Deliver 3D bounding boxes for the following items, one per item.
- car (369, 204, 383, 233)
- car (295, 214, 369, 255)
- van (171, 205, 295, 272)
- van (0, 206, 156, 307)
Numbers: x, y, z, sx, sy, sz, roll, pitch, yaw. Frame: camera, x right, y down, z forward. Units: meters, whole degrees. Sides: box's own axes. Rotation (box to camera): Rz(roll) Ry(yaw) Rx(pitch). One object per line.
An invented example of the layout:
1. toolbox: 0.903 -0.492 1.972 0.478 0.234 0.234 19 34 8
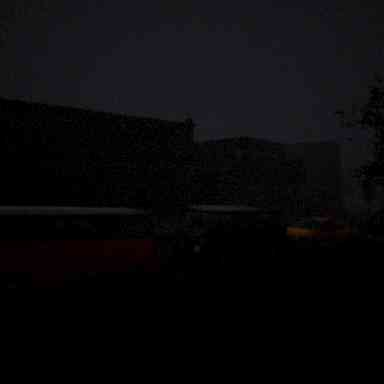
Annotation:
1. car: 13.908 1.797 22.569 5.566 2.045 2.435 3 0 -45
2. car: 5.564 1.777 14.886 5.366 1.575 1.946 2 0 -39
3. van: 1.323 1.441 11.366 4.442 1.987 1.878 2 0 -41
4. van: -3.125 1.335 7.974 4.442 1.987 1.878 2 0 -36
